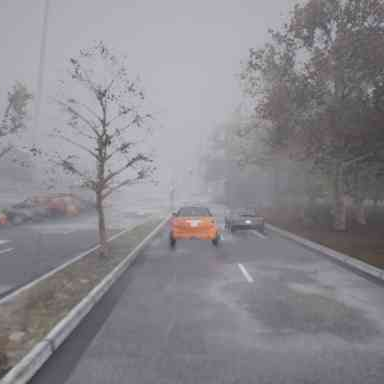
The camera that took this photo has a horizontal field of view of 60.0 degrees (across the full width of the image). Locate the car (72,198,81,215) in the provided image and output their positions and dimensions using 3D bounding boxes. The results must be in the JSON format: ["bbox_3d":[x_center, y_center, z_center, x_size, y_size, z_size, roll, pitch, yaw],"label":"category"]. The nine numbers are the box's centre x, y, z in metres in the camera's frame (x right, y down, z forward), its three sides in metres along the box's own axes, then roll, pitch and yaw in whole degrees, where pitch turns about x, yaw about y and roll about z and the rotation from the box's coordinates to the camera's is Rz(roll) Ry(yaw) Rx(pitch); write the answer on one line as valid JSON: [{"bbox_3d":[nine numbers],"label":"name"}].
[{"bbox_3d":[-13.973,1.648,32.422,5.366,1.575,1.946,-1,0,-20],"label":"car"}]

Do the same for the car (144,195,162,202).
[{"bbox_3d":[-10.750,1.703,91.289,4.553,1.767,2.185,-1,-1,-14],"label":"car"}]

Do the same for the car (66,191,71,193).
[{"bbox_3d":[-28.201,0.551,76.210,2.002,1.452,4.674,6,-3,-19],"label":"car"}]

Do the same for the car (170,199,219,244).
[{"bbox_3d":[0.094,1.398,16.098,2.097,1.767,4.553,0,0,0],"label":"car"}]

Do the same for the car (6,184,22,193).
[{"bbox_3d":[-40.234,-0.578,76.322,2.231,1.521,4.892,6,-3,-19],"label":"car"}]

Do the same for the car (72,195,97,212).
[{"bbox_3d":[-13.807,1.445,38.487,5.566,2.045,2.435,-1,0,-20],"label":"car"}]

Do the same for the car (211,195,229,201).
[{"bbox_3d":[7.623,1.647,90.919,4.553,1.767,2.185,1,-1,-14],"label":"car"}]

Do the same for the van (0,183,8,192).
[{"bbox_3d":[-43.179,-1.077,76.264,1.878,1.987,4.442,6,-3,-19],"label":"van"}]

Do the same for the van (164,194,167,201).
[{"bbox_3d":[-10.287,1.619,94.330,4.442,1.987,1.878,-1,-1,-14],"label":"van"}]

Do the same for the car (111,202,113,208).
[{"bbox_3d":[-13.648,1.642,47.537,4.553,1.767,2.185,-1,0,-19],"label":"car"}]

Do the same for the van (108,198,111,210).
[{"bbox_3d":[-13.621,1.517,44.560,4.442,1.987,1.878,-1,-1,-19],"label":"van"}]

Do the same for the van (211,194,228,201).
[{"bbox_3d":[7.241,1.530,87.950,4.442,1.987,1.878,1,0,-14],"label":"van"}]

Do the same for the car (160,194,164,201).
[{"bbox_3d":[-10.842,1.804,88.336,5.366,1.575,1.946,-1,-1,-15],"label":"car"}]

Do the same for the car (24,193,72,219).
[{"bbox_3d":[-13.833,1.375,29.474,5.566,2.045,2.435,-1,0,-20],"label":"car"}]

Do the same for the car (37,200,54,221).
[{"bbox_3d":[-13.831,1.633,26.468,4.792,1.488,2.163,-1,0,-20],"label":"car"}]

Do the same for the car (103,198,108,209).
[{"bbox_3d":[-13.736,1.468,41.523,5.566,2.045,2.435,-1,-1,-20],"label":"car"}]

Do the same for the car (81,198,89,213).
[{"bbox_3d":[-13.785,1.713,35.489,4.674,1.452,2.002,-1,0,-20],"label":"car"}]

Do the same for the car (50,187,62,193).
[{"bbox_3d":[-31.196,-0.011,76.273,2.435,2.045,5.566,6,-3,-19],"label":"car"}]

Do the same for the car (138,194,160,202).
[{"bbox_3d":[-11.485,1.829,85.344,4.792,1.488,2.163,-1,0,-15],"label":"car"}]

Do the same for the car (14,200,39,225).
[{"bbox_3d":[-13.814,1.584,23.484,4.892,1.521,2.231,-1,-1,-20],"label":"car"}]

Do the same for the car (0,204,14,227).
[{"bbox_3d":[-13.841,1.437,20.475,4.553,1.767,2.185,-1,-1,-20],"label":"car"}]

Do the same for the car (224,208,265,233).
[{"bbox_3d":[3.093,1.633,20.301,1.994,1.385,4.181,0,0,0],"label":"car"}]
